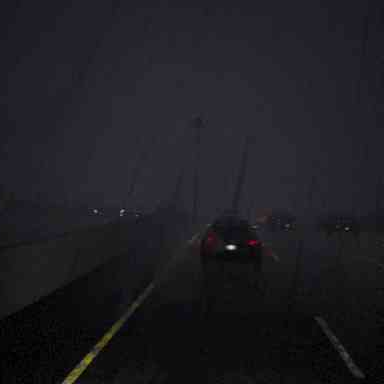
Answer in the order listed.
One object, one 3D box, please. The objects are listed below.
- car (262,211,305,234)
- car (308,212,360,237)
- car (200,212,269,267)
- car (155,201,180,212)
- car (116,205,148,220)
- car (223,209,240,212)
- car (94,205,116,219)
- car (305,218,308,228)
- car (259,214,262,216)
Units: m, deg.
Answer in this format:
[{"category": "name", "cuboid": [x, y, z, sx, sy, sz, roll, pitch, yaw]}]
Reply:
[{"category": "car", "cuboid": [6.238, 2.024, 23.065, 1.812, 1.442, 4.674, 2, -2, 7]}, {"category": "car", "cuboid": [9.732, 2.111, 22.628, 2.128, 1.511, 4.902, 2, -2, 7]}, {"category": "car", "cuboid": [1.420, 1.656, 12.011, 1.994, 1.385, 4.181, 2, 0, 7]}, {"category": "car", "cuboid": [-2.670, 2.026, 37.685, 2.150, 2.045, 5.566, 2, -6, 7]}, {"category": "car", "cuboid": [-6.325, 2.249, 36.786, 2.097, 1.767, 4.553, 2, -5, 7]}, {"category": "car", "cuboid": [3.626, 2.316, 30.598, 2.128, 1.511, 4.902, 2, -4, 7]}, {"category": "car", "cuboid": [-9.639, 2.323, 38.486, 1.837, 1.490, 4.892, 2, -6, 7]}, {"category": "car", "cuboid": [11.326, 3.214, 36.248, 2.033, 1.411, 5.357, 2, -6, 7]}, {"category": "car", "cuboid": [8.193, 3.349, 39.575, 1.882, 1.535, 5.008, 2, -7, 7]}]
